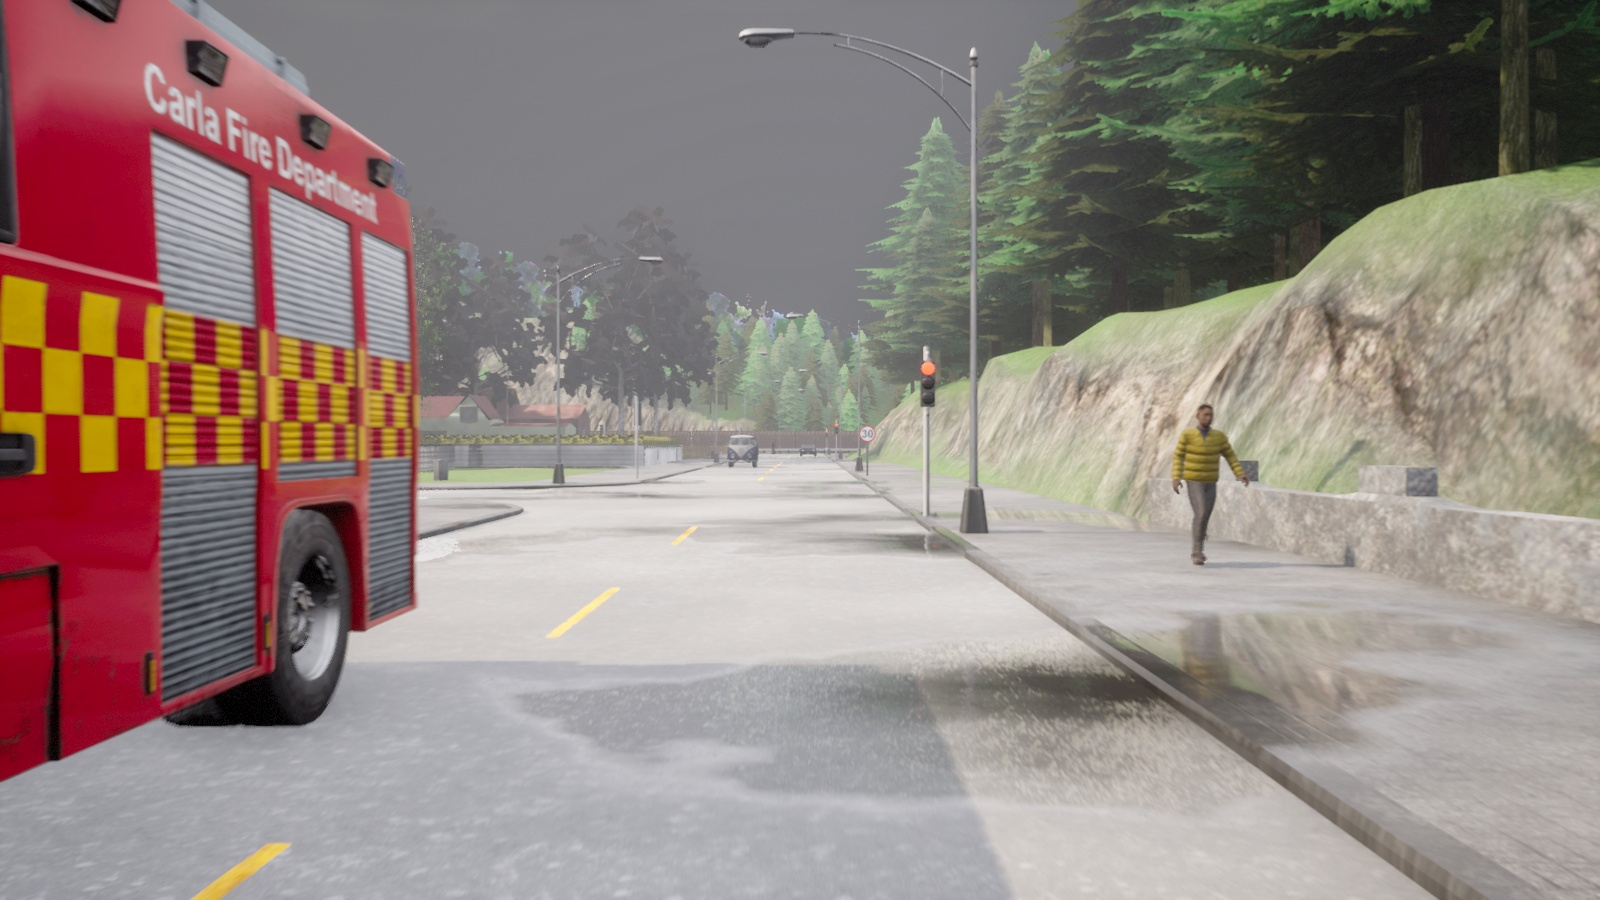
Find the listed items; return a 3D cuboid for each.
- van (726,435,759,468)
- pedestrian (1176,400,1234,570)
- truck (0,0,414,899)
[{"bbox_3d":[-3.498,0.063,76.745,1.775,1.987,4.442,0,0,0],"label":"van"},{"bbox_3d":[4.489,0.381,13.944,0.431,1.840,0.709,0,0,2],"label":"pedestrian"},{"bbox_3d":[-3.954,-0.443,3.851,2.891,3.827,8.468,0,0,0],"label":"truck"}]
